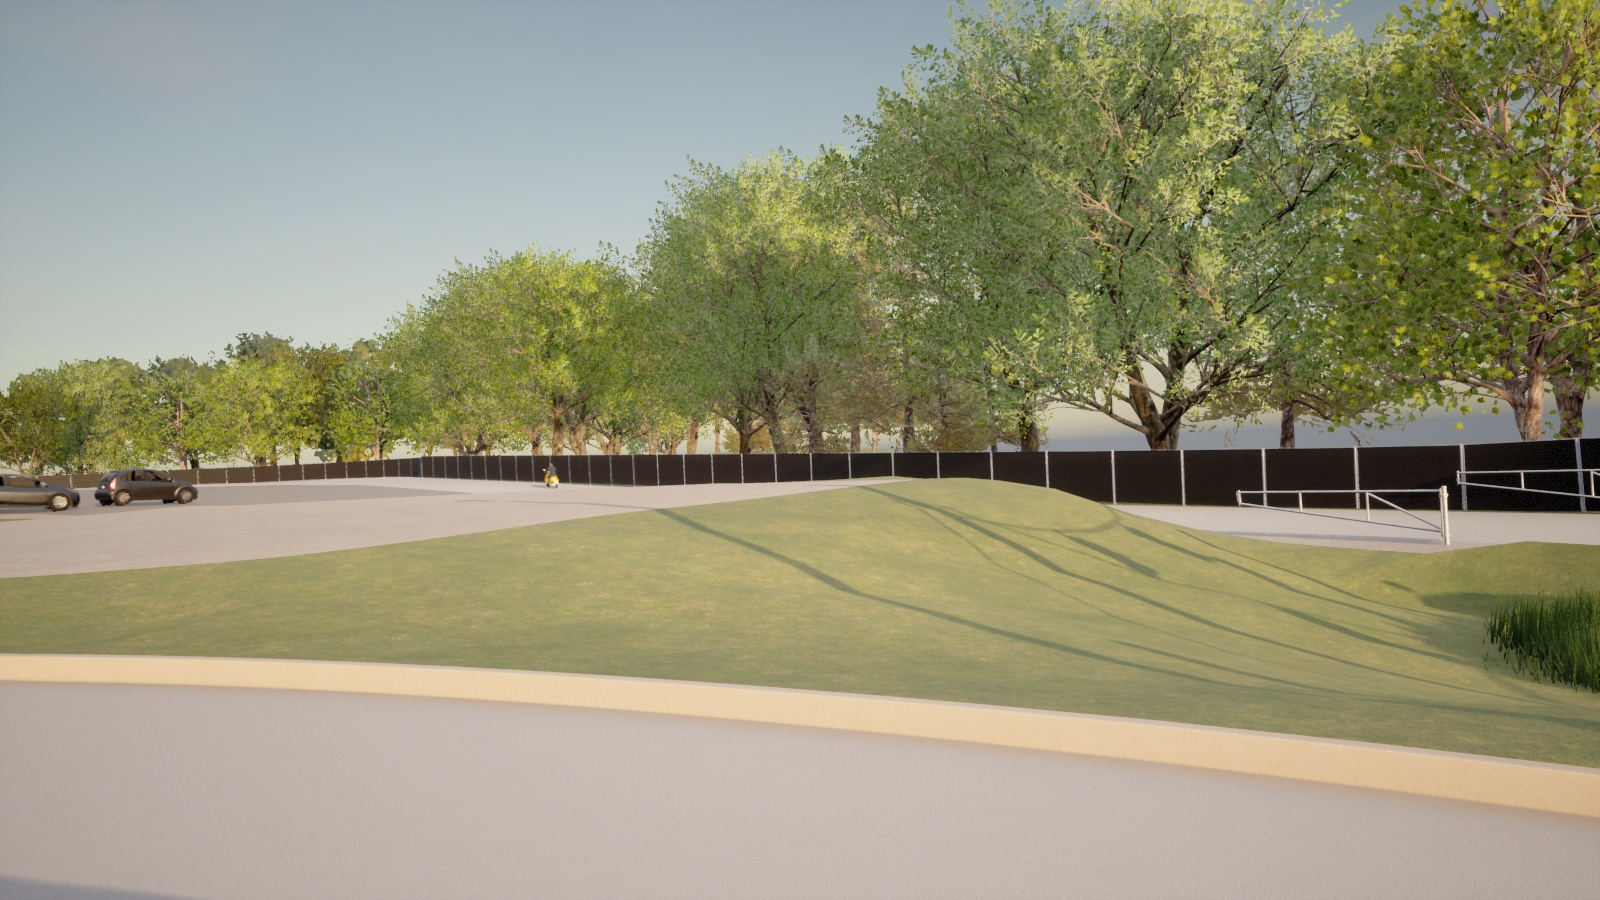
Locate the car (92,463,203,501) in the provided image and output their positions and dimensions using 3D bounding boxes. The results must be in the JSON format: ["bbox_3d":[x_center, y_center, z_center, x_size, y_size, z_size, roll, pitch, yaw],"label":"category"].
[{"bbox_3d":[-29.001,1.386,55.898,1.851,1.617,3.988,-1,-1,38],"label":"car"}]

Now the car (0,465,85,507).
[{"bbox_3d":[-30.596,1.404,48.887,4.514,1.525,2.007,0,1,-40],"label":"car"}]
